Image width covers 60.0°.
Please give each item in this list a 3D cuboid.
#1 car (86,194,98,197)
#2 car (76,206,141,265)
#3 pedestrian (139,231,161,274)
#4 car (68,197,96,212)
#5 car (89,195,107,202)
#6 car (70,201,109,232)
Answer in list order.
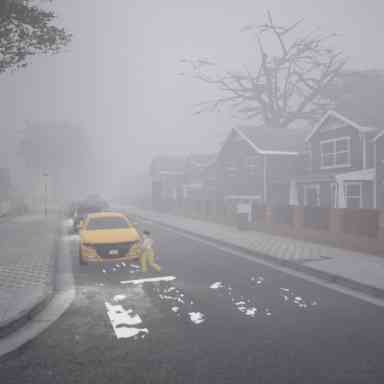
[{"bbox_3d":[-15.673,1.350,52.324,2.150,2.045,5.566,-1,0,-21],"label":"car"},{"bbox_3d":[-3.145,1.513,12.194,1.882,1.535,5.008,-1,0,-19],"label":"car"},{"bbox_3d":[-1.163,1.597,9.078,0.375,1.300,0.375,0,0,-21],"label":"pedestrian"},{"bbox_3d":[-10.873,1.570,32.201,2.128,1.511,4.902,-1,0,-21],"label":"car"},{"bbox_3d":[-11.813,1.563,42.553,1.882,1.535,5.008,-1,0,-21],"label":"car"},{"bbox_3d":[-6.494,1.556,20.937,1.837,1.490,4.892,-1,0,-21],"label":"car"}]
